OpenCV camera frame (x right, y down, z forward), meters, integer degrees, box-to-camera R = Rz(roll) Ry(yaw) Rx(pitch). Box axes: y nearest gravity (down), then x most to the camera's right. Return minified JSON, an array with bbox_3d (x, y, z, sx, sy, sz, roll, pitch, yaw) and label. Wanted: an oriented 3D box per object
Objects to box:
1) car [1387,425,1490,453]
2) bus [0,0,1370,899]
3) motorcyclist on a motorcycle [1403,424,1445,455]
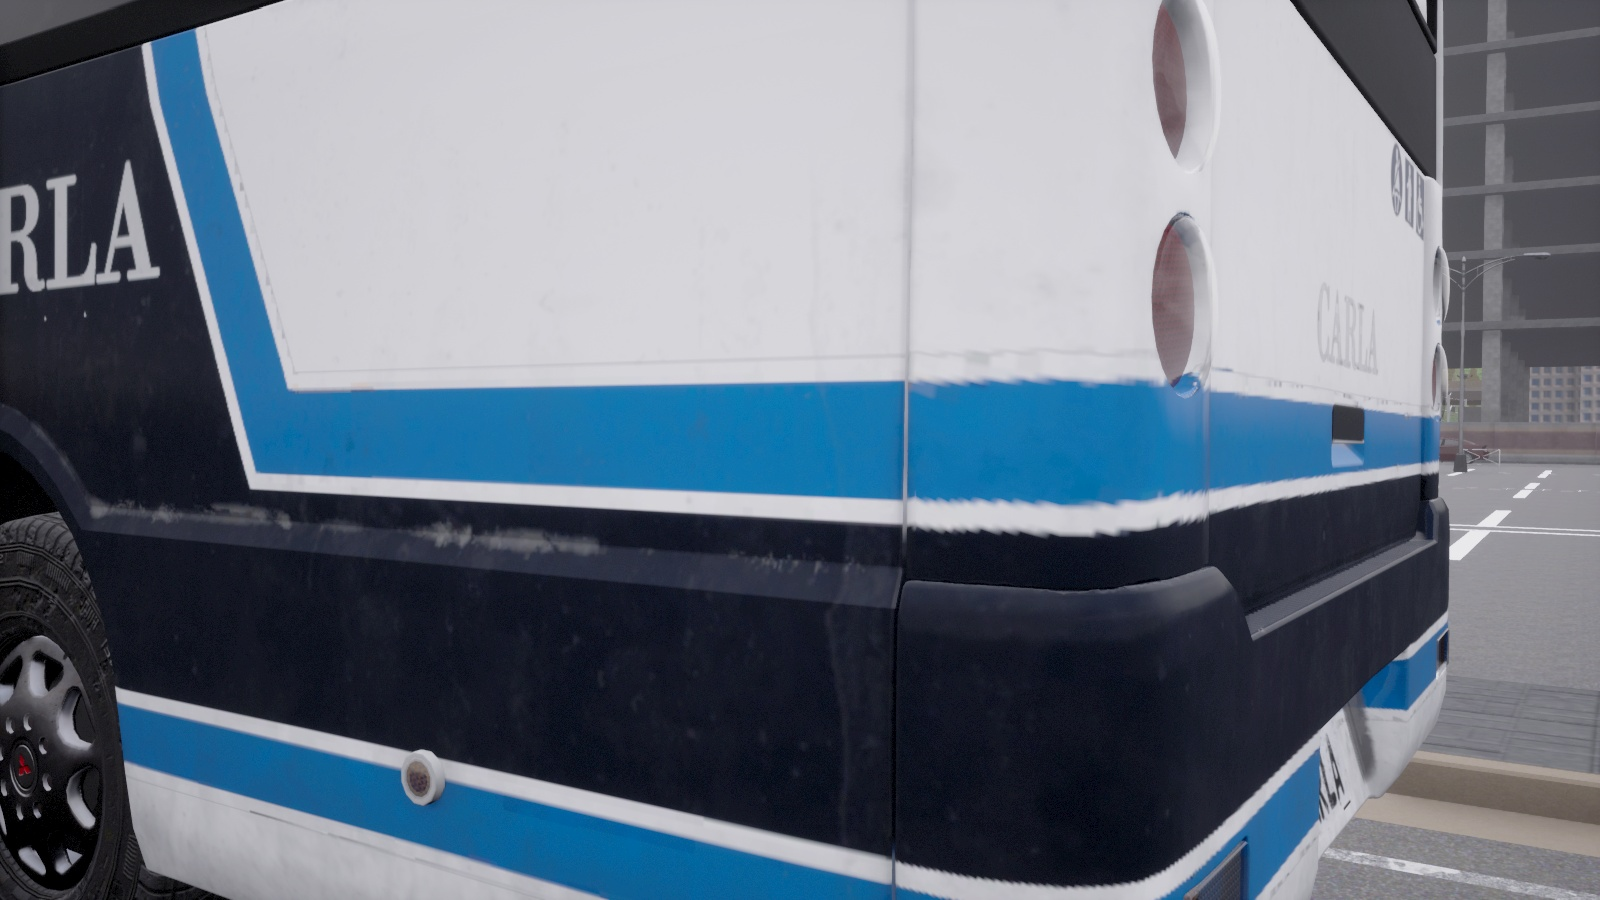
[{"bbox_3d":[35.835,-0.633,70.471,5.008,1.535,1.882,0,1,32],"label":"car"},{"bbox_3d":[-3.296,-0.694,5.768,10.273,4.253,3.944,0,1,33],"label":"bus"},{"bbox_3d":[32.081,-0.543,64.563,1.817,1.590,0.866,0,1,32],"label":"motorcyclist on a motorcycle"}]
